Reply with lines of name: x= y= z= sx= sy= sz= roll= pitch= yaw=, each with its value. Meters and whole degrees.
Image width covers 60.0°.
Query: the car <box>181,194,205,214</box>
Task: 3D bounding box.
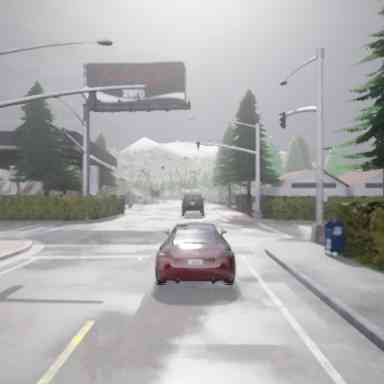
car: x=0.101 y=1.219 z=33.660 sx=2.150 sy=2.045 sz=5.566 roll=0 pitch=0 yaw=0

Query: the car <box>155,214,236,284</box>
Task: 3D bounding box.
car: x=0.086 y=1.565 z=9.573 sx=1.994 sy=1.385 sz=4.181 roll=0 pitch=0 yaw=0
